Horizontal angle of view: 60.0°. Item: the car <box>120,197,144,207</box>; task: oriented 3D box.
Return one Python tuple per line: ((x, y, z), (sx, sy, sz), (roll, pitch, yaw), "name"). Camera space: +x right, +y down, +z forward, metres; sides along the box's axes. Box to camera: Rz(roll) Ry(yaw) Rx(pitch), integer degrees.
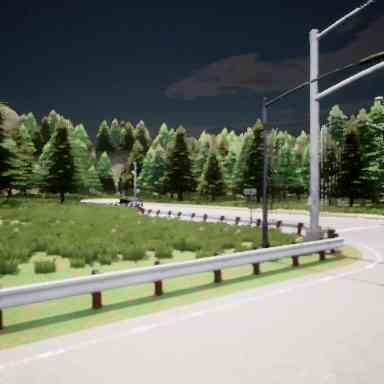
((-8.286, 1.373, 45.327), (2.128, 1.511, 4.902), (0, 0, -35), "car")
